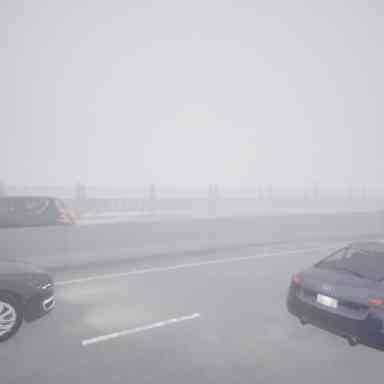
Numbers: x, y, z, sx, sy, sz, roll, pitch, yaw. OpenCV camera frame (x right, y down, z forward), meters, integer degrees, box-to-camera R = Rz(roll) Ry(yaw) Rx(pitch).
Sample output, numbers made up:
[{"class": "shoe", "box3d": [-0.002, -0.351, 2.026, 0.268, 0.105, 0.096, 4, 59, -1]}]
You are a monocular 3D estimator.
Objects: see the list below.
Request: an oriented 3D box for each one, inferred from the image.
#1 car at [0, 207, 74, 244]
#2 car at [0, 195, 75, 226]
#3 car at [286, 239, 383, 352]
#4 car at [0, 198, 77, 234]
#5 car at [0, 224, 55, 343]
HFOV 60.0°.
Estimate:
[{"class": "car", "box3d": [-7.837, 1.476, 15.344, 4.181, 1.385, 1.994, 0, 0, -33]}, {"class": "car", "box3d": [-7.302, 1.151, 11.552, 5.566, 2.045, 2.150, 0, 0, -34]}, {"class": "car", "box3d": [3.669, 1.547, 5.861, 4.181, 1.385, 1.994, 0, 0, -31]}, {"class": "car", "box3d": [-9.061, 1.246, 18.713, 4.553, 1.767, 2.097, 0, 0, -32]}, {"class": "car", "box3d": [-4.557, 1.472, 4.680, 4.892, 1.490, 1.837, 0, 0, -36]}]
